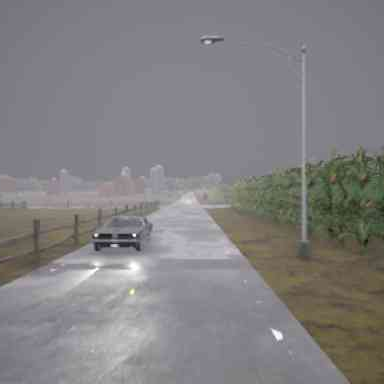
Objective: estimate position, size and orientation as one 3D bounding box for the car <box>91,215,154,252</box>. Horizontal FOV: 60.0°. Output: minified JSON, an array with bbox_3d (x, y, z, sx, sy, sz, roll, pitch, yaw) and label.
[{"bbox_3d":[-2.847,1.697,14.508,1.895,1.301,4.718,0,0,0],"label":"car"}]
